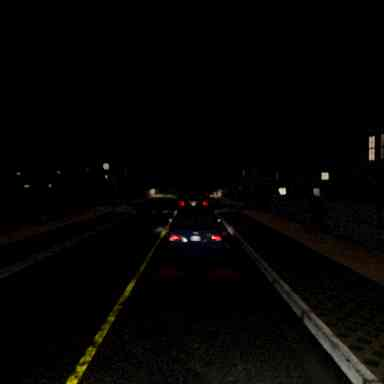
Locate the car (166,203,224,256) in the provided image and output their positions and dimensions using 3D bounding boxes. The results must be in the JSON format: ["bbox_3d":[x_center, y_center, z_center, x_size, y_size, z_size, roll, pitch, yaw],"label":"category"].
[{"bbox_3d":[0.102,1.335,12.018,2.033,1.411,5.357,0,1,0],"label":"car"}]

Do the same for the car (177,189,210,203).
[{"bbox_3d":[0.105,0.808,23.640,2.150,2.045,5.566,0,1,0],"label":"car"}]
